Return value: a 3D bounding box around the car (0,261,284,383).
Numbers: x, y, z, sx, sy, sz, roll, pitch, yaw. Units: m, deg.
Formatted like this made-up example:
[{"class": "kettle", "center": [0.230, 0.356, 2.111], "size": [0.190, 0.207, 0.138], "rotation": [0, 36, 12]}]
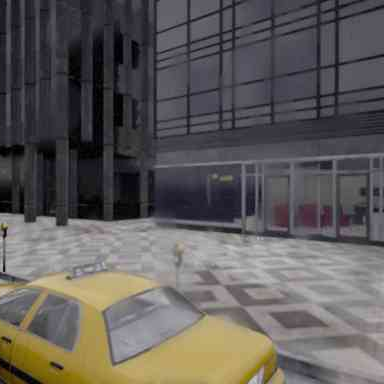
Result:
[{"class": "car", "center": [-1.420, 1.518, 3.976], "size": [4.829, 1.417, 1.752], "rotation": [0, 0, 36]}]
